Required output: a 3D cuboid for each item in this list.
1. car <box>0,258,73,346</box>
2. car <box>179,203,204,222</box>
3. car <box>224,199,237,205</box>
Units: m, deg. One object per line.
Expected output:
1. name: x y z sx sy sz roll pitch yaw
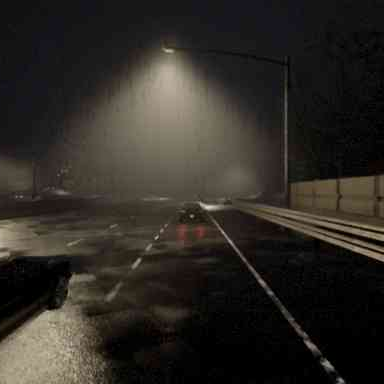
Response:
1. car: -3.402 1.605 4.844 1.895 1.301 4.718 0 0 0
2. car: -0.006 1.559 26.170 1.812 1.442 4.674 0 0 0
3. car: 8.381 2.162 71.574 1.994 1.385 4.181 0 -1 25
